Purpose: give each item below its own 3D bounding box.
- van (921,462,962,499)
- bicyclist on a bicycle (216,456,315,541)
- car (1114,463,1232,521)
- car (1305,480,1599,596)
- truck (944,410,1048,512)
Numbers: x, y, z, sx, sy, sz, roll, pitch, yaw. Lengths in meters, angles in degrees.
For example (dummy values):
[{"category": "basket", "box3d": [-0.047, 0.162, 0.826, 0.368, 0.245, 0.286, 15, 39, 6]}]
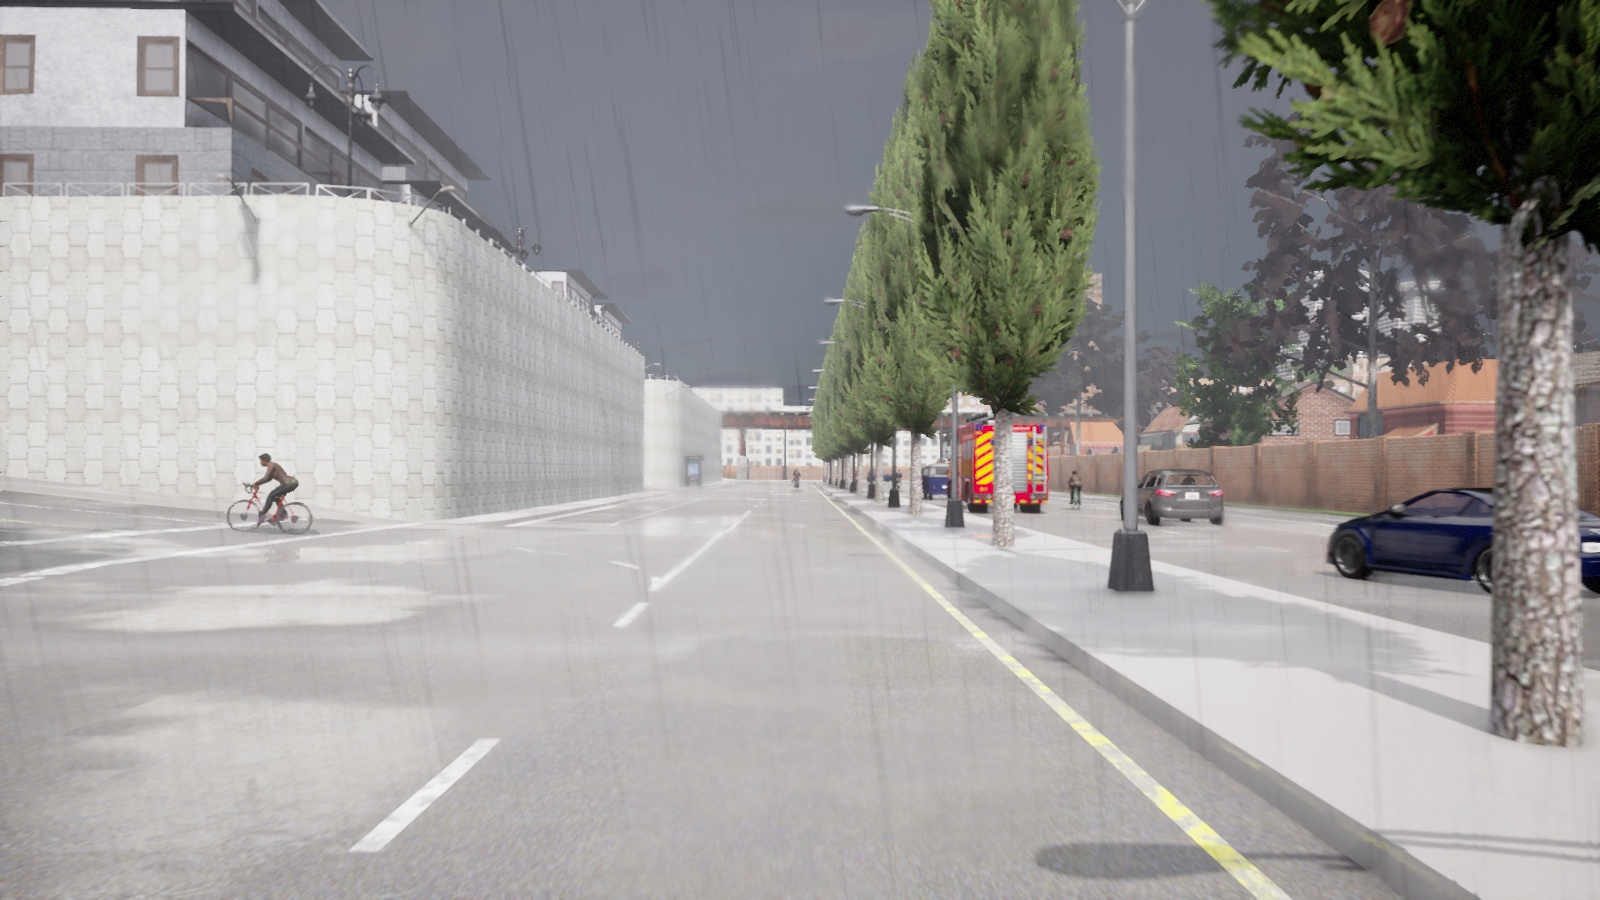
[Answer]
[{"category": "van", "box3d": [7.829, 1.707, 69.920, 1.775, 1.987, 4.442, 0, -1, 0]}, {"category": "bicyclist on a bicycle", "box3d": [-10.775, 0.979, 25.374, 1.656, 1.620, 0.582, 4, -2, -10]}, {"category": "car", "box3d": [11.405, 1.263, 38.791, 2.242, 1.667, 4.611, 0, -1, 0]}, {"category": "car", "box3d": [9.342, 1.138, 17.709, 1.994, 1.385, 4.181, 0, -1, -15]}, {"category": "truck", "box3d": [7.871, 0.479, 51.436, 2.891, 3.827, 8.468, 0, -1, 0]}]
